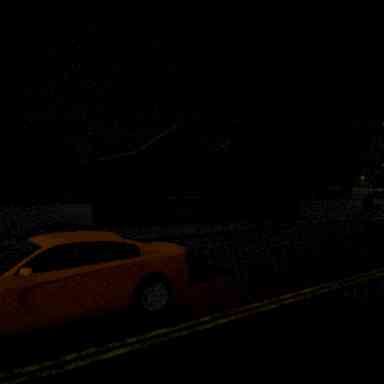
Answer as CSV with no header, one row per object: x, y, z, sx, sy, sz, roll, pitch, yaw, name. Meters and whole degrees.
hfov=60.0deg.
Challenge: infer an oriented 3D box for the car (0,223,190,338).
-2.391,1.477,5.971,5.008,1.535,1.882,0,0,-36,car
